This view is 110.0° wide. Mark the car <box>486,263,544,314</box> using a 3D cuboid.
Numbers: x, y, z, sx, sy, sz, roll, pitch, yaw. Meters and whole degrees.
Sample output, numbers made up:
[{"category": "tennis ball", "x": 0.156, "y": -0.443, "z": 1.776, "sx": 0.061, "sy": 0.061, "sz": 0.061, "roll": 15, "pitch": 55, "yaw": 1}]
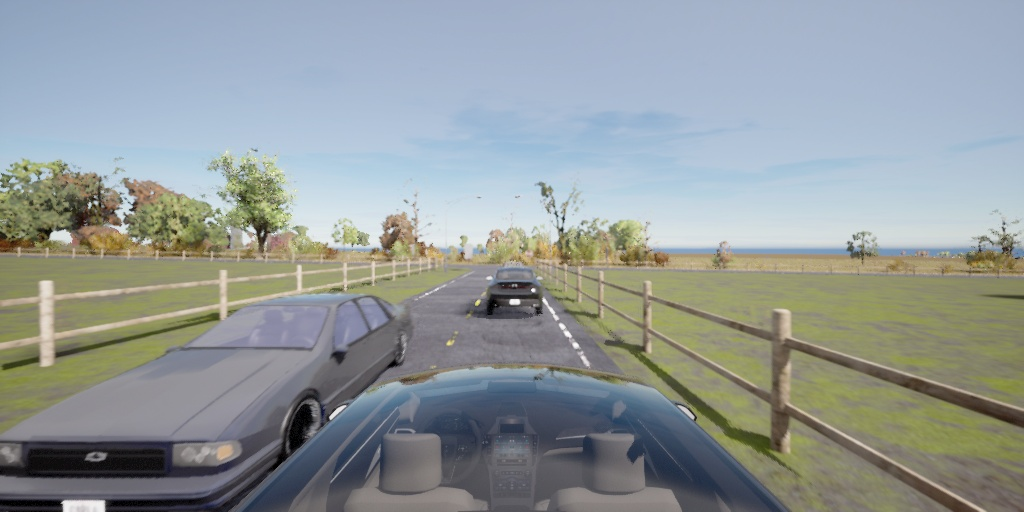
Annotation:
[{"category": "car", "x": 0.099, "y": 1.146, "z": 13.161, "sx": 1.837, "sy": 1.490, "sz": 4.892, "roll": 0, "pitch": 0, "yaw": 0}]

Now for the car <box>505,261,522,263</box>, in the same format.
[{"category": "car", "x": 0.100, "y": 1.101, "z": 29.728, "sx": 1.895, "sy": 1.301, "sz": 4.718, "roll": 0, "pitch": 0, "yaw": 0}]

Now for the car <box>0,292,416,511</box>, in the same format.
[{"category": "car", "x": -2.852, "y": 1.266, "z": 5.043, "sx": 2.033, "sy": 1.411, "sz": 5.357, "roll": 0, "pitch": 1, "yaw": 0}]
